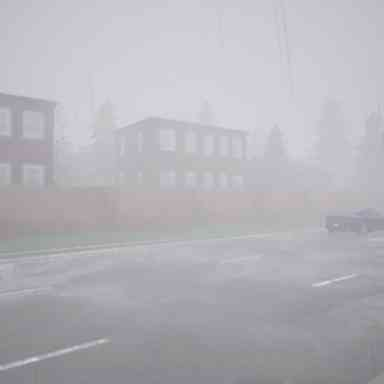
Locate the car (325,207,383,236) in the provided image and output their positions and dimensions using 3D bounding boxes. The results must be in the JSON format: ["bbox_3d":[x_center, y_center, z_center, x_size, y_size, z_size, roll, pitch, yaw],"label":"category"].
[{"bbox_3d":[9.787,1.624,19.358,5.008,1.535,1.882,0,0,-36],"label":"car"}]
